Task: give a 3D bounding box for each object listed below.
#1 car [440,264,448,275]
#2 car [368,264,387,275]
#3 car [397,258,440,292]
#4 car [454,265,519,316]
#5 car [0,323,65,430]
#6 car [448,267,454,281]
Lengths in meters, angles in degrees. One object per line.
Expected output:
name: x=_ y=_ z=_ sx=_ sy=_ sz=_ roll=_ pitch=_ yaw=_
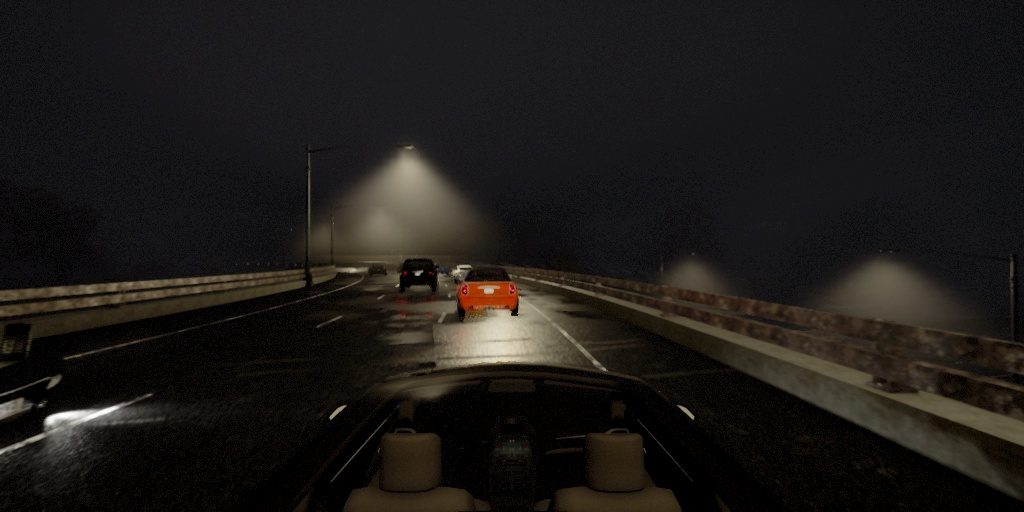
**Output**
car: x=-9.256 y=1.654 z=45.191 sx=2.033 sy=1.411 sz=5.357 roll=0 pitch=0 yaw=-23
car: x=-17.055 y=1.687 z=45.391 sx=1.994 sy=1.385 sz=4.181 roll=0 pitch=-1 yaw=-25
car: x=-5.954 y=1.153 z=23.263 sx=2.150 sy=2.045 sz=5.566 roll=0 pitch=0 yaw=-11
car: x=-1.013 y=1.201 z=14.048 sx=2.097 sy=1.767 sz=4.553 roll=0 pitch=0 yaw=-7
car: x=-8.241 y=1.373 z=4.032 sx=4.902 sy=1.511 sz=2.128 roll=15 pitch=3 yaw=-1
car: x=-4.073 y=1.506 z=30.246 sx=1.812 sy=1.442 sz=4.674 roll=0 pitch=0 yaw=-15
